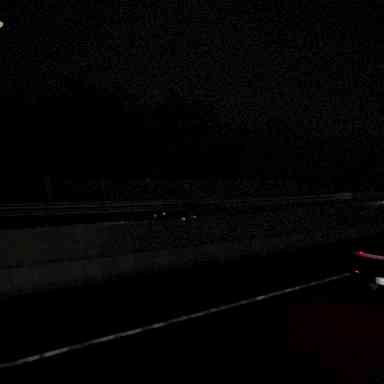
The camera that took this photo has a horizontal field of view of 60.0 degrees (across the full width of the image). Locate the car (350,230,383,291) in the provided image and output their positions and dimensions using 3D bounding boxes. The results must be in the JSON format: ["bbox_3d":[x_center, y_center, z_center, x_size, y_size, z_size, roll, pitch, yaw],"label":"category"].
[{"bbox_3d":[5.616,1.466,7.684,4.902,1.511,2.128,0,0,-35],"label":"car"}]

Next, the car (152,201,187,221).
[{"bbox_3d":[-0.632,1.437,24.905,4.892,1.490,1.837,-1,0,-35],"label":"car"}]

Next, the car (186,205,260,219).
[{"bbox_3d":[2.281,1.546,18.410,4.718,1.301,1.895,-1,0,-35],"label":"car"}]

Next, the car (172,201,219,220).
[{"bbox_3d":[1.148,1.499,21.878,4.181,1.385,1.994,-1,0,-35],"label":"car"}]
